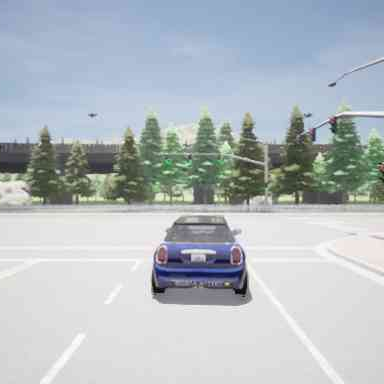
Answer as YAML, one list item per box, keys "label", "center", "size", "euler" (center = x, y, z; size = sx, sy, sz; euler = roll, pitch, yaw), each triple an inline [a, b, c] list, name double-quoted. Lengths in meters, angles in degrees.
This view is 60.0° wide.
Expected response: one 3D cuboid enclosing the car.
- label: "car"
  center: [0.289, 1.411, 9.064]
  size: [2.097, 1.767, 4.553]
  euler: [0, 0, 4]
